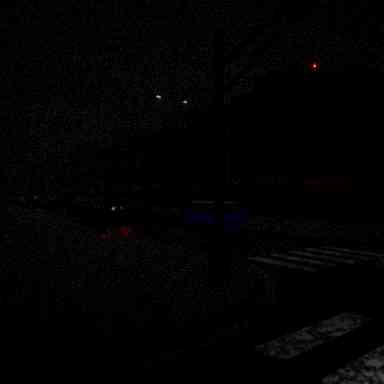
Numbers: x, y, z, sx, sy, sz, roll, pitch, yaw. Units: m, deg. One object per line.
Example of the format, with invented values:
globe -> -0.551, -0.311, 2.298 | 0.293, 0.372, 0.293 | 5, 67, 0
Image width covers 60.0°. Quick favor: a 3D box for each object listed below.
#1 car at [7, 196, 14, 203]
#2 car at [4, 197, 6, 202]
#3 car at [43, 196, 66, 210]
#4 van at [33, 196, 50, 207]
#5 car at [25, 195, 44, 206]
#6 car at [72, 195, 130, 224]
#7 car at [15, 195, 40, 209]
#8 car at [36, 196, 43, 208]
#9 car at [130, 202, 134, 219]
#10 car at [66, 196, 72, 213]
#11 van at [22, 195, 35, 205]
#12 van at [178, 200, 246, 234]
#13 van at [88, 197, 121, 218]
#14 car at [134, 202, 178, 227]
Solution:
car -> -40.585, 1.692, 76.202 | 1.967, 1.590, 4.097 | 0, 0, -36
car -> -43.896, 1.796, 80.774 | 1.752, 1.417, 4.829 | 0, 0, -36
car -> -18.101, 1.443, 45.162 | 2.192, 1.841, 5.009 | 0, 0, -36
van -> -24.525, 1.505, 54.030 | 1.690, 1.788, 3.998 | 0, 0, -36
car -> -27.737, 1.497, 58.465 | 2.192, 1.841, 5.009 | 0, 0, -36
car -> -7.148, 1.278, 25.721 | 2.150, 2.045, 5.566 | 0, 0, -36
car -> -24.547, 1.503, 49.738 | 2.097, 1.767, 4.553 | 0, 0, -36
car -> -21.312, 1.697, 49.596 | 2.008, 1.369, 4.403 | 0, 0, -36
car -> -5.252, 1.499, 27.425 | 1.967, 1.590, 4.097 | 0, 0, -36
car -> -11.677, 1.408, 36.291 | 2.192, 1.841, 5.009 | 0, 0, -36
van -> -30.949, 1.541, 62.899 | 1.690, 1.788, 3.998 | 0, 0, -36
van -> 1.171, 1.368, 18.556 | 1.690, 1.788, 3.998 | 0, 0, -36
van -> -8.465, 1.416, 31.859 | 1.690, 1.788, 3.998 | 0, 0, -36
car -> -2.040, 1.483, 22.990 | 1.967, 1.590, 4.097 | 0, 0, -36
